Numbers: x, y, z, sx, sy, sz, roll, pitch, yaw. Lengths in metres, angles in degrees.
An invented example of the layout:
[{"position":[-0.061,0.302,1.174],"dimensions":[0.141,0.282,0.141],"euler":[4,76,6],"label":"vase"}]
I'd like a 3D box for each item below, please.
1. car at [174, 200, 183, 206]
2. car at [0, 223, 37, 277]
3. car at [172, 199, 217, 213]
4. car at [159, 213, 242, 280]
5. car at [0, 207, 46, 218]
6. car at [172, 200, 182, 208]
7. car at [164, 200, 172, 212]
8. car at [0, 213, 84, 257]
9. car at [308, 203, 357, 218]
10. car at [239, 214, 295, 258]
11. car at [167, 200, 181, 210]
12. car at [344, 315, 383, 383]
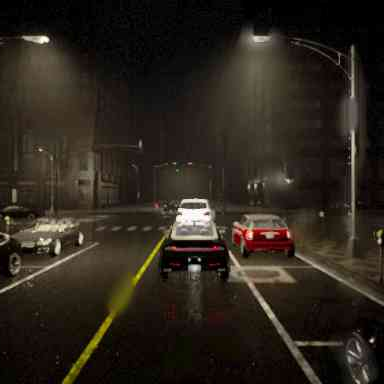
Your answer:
[{"position":[-3.145,2.611,78.072],"dimensions":[1.994,1.385,4.181],"euler":[0,-1,0],"label":"car"},{"position":[-5.771,1.671,8.004],"dimensions":[1.947,1.339,4.313],"euler":[0,-1,0],"label":"car"},{"position":[0.413,1.516,22.205],"dimensions":[2.150,2.045,5.566],"euler":[0,-1,8],"label":"car"},{"position":[0.072,1.628,10.383],"dimensions":[2.128,1.511,4.902],"euler":[0,-1,0],"label":"car"},{"position":[-16.436,2.061,31.722],"dimensions":[4.718,1.301,1.895],"euler":[0,0,0],"label":"car"},{"position":[-3.096,2.419,68.234],"dimensions":[1.837,1.490,4.892],"euler":[0,-1,0],"label":"car"},{"position":[-3.083,2.014,49.935],"dimensions":[2.097,1.767,4.553],"euler":[0,-1,-1],"label":"car"},{"position":[-5.776,1.729,13.640],"dimensions":[2.008,1.369,4.403],"euler":[0,-1,0],"label":"car"},{"position":[14.857,1.915,35.269],"dimensions":[4.892,1.490,1.837],"euler":[0,0,0],"label":"car"},{"position":[2.748,1.618,13.651],"dimensions":[1.967,1.590,4.097],"euler":[0,-1,0],"label":"car"},{"position":[-3.116,2.274,58.708],"dimensions":[2.128,1.511,4.902],"euler":[0,-1,0],"label":"car"},{"position":[2.759,1.598,2.378],"dimensions":[1.947,1.339,4.313],"euler":[0,-1,0],"label":"car"}]
